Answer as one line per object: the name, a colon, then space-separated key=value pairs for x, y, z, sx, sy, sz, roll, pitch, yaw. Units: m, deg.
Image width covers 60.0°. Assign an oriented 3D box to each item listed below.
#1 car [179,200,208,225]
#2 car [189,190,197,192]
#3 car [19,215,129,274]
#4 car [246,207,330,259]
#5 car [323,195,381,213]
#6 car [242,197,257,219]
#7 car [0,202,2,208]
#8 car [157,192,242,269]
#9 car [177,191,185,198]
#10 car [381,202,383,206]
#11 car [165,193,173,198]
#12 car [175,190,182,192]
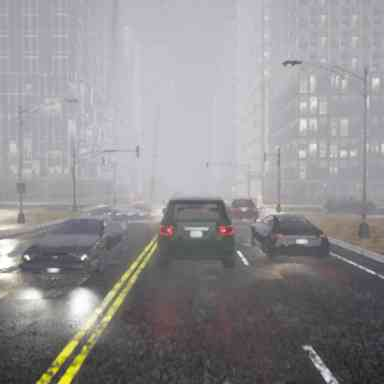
car: x=0.184 y=1.360 z=23.227 sx=1.812 sy=1.442 sz=4.674 roll=0 pitch=0 yaw=2
car: x=0.323 y=0.869 z=86.000 sx=1.812 sy=1.442 sz=4.674 roll=0 pitch=0 yaw=0
car: x=-3.308 y=1.472 z=10.614 sx=2.033 sy=1.411 sz=5.357 roll=0 pitch=0 yaw=0
car: x=3.393 y=1.478 z=12.216 sx=1.994 sy=1.385 sz=4.181 roll=0 pitch=0 yaw=0
car: x=16.331 y=1.291 z=34.734 sx=5.009 sy=1.841 sz=2.192 roll=1 pitch=1 yaw=1
car: x=3.440 y=1.182 z=24.079 sx=2.097 sy=1.767 sz=4.553 roll=0 pitch=1 yaw=0
car: x=-22.593 y=1.180 z=35.409 sx=4.313 sy=1.339 sz=1.947 roll=1 pitch=1 yaw=1
car: x=0.139 y=1.141 z=11.036 sx=2.150 sy=2.045 sz=5.566 roll=0 pitch=0 yaw=1
car: x=-2.917 y=0.672 z=88.837 sx=2.097 sy=1.767 sz=4.553 roll=0 pitch=0 yaw=0
car: x=21.971 y=1.361 z=42.999 sx=4.829 sy=1.417 sz=1.752 roll=1 pitch=1 yaw=1
car: x=-6.167 y=0.911 z=88.791 sx=1.895 sy=1.301 sz=4.718 roll=0 pitch=0 yaw=0
car: x=-2.975 y=0.679 z=73.185 sx=2.150 sy=2.045 sz=5.566 roll=0 pitch=0 yaw=0
